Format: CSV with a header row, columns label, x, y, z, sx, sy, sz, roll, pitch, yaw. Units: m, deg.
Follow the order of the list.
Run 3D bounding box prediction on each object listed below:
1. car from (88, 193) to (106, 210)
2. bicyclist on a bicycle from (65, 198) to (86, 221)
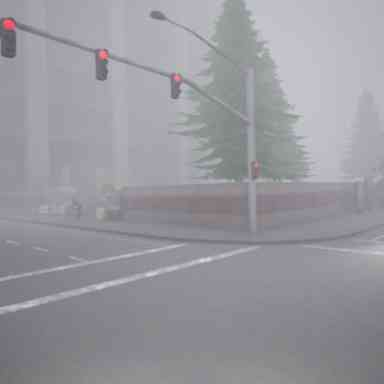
label,x,y,z,sx,sy,sz,roll,pitch,yaw
car,-9.951,1.094,37.102,3.866,1.878,1.905,-1,1,43
bicyclist on a bicycle,-8.639,1.282,24.643,0.582,1.620,1.656,-1,1,43
